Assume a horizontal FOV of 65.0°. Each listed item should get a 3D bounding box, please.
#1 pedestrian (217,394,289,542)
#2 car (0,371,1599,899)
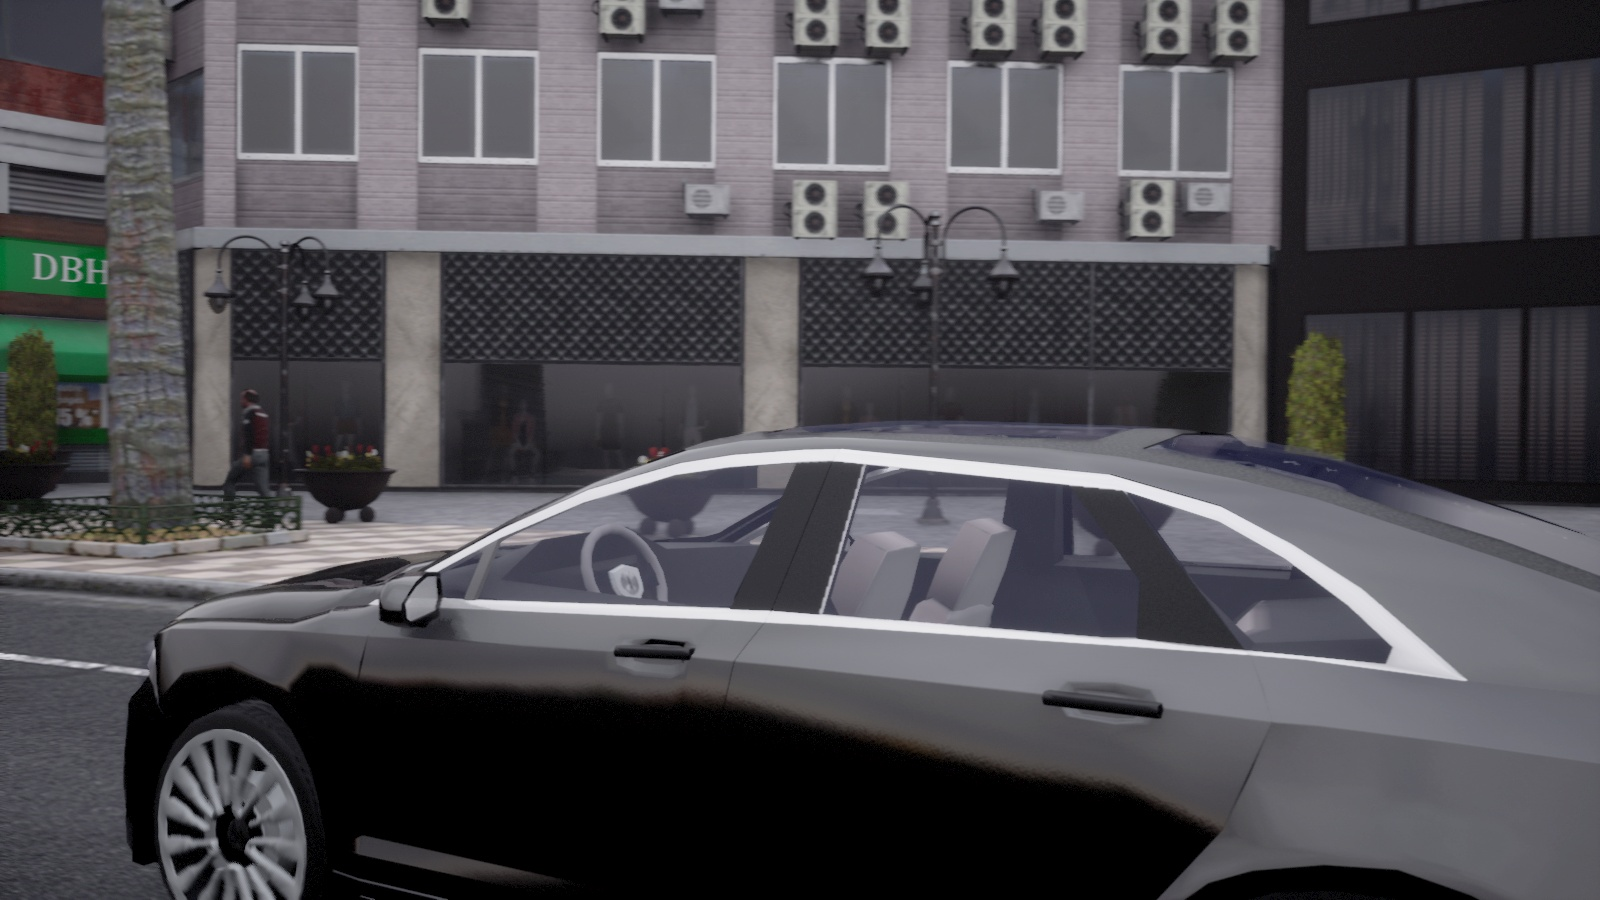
[{"bbox_3d":[-6.941,0.224,15.940,0.720,1.854,0.376,0,1,11],"label":"pedestrian"},{"bbox_3d":[0.191,0.636,3.406,4.902,1.511,2.128,0,1,31],"label":"car"}]
